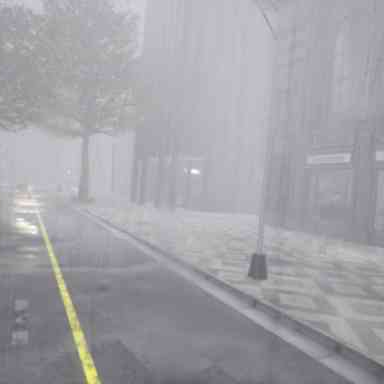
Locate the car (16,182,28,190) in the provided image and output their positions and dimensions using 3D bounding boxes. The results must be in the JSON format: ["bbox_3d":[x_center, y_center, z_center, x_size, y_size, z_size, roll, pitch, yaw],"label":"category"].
[{"bbox_3d":[-33.116,-1.159,64.952,1.812,1.442,4.674,4,0,-27],"label":"car"}]
